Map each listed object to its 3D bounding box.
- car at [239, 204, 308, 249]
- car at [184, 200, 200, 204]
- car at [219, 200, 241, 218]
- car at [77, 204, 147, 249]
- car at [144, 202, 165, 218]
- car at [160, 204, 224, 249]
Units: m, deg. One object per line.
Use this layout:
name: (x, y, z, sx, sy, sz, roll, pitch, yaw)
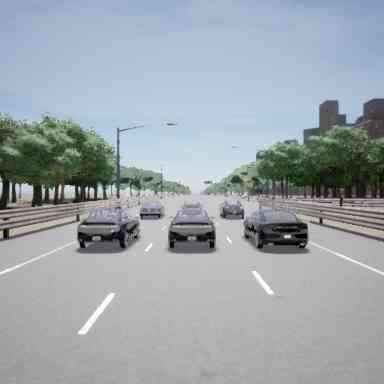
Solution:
car: (3.500, 1.485, 14.650, 1.882, 1.535, 5.008, 0, 0, 0)
car: (0.000, 1.491, 29.650, 2.128, 1.511, 4.902, 0, 0, 0)
car: (3.500, 1.492, 29.650, 2.128, 1.511, 4.902, 0, 0, 0)
car: (-3.500, 1.495, 14.651, 2.128, 1.511, 4.902, 0, 0, 0)
car: (-3.500, 1.559, 29.650, 2.033, 1.411, 5.357, 0, 0, 0)
car: (0.000, 1.495, 14.650, 2.128, 1.511, 4.902, 0, 0, 0)
